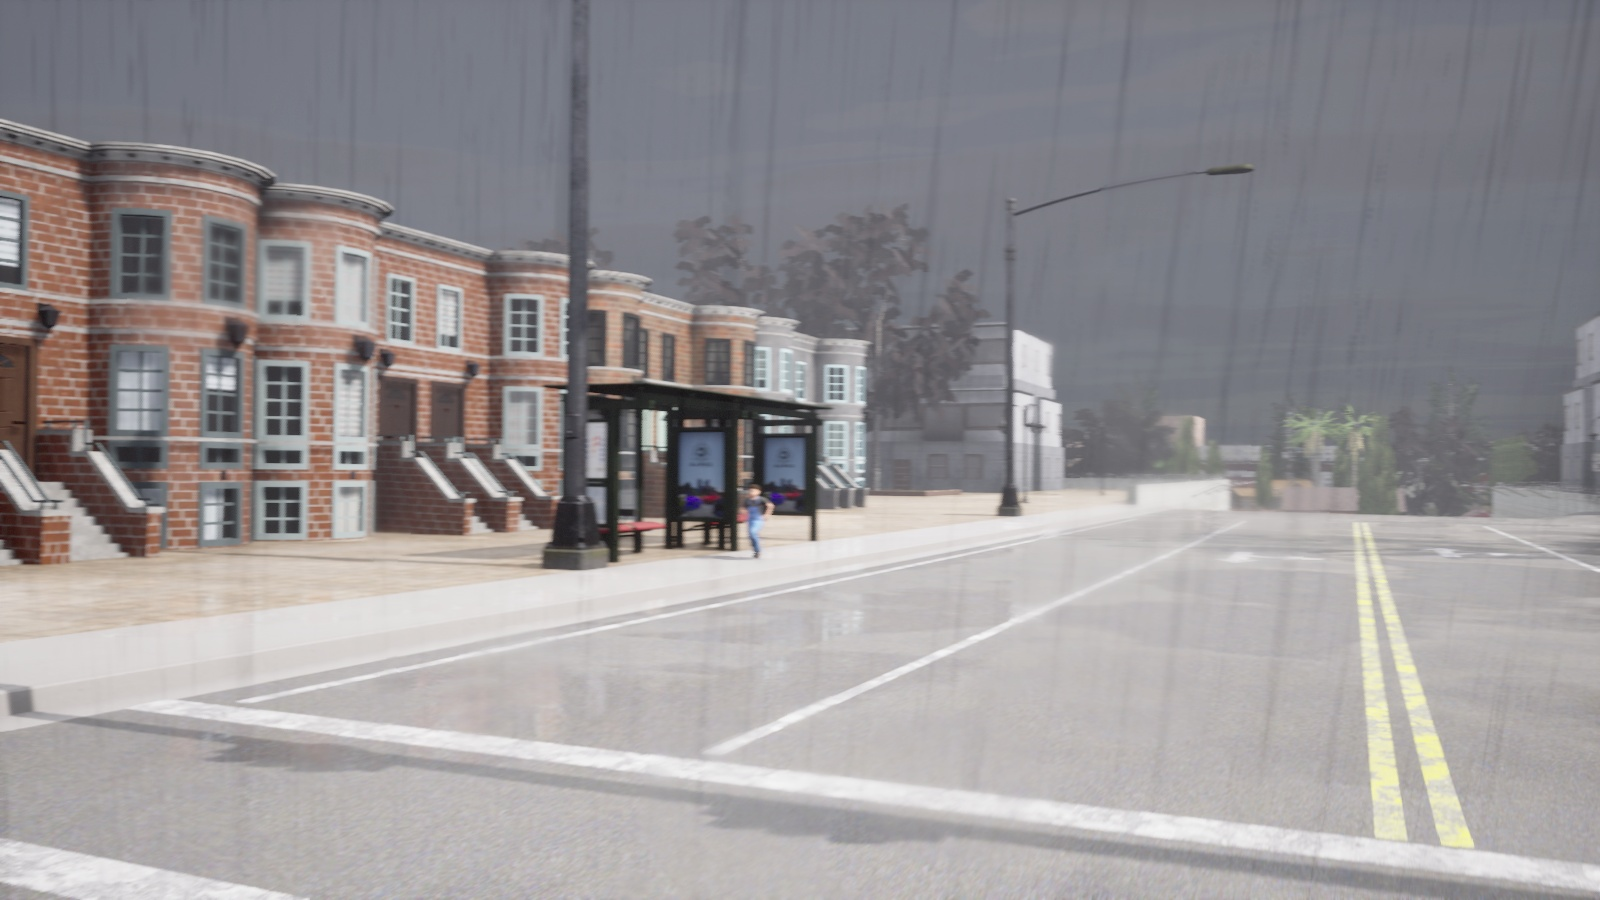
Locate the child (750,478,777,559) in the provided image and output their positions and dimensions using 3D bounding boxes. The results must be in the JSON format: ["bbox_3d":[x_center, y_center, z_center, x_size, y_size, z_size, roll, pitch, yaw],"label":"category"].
[{"bbox_3d":[-0.581,1.079,19.970,0.270,1.263,0.437,0,-1,23],"label":"child"}]
